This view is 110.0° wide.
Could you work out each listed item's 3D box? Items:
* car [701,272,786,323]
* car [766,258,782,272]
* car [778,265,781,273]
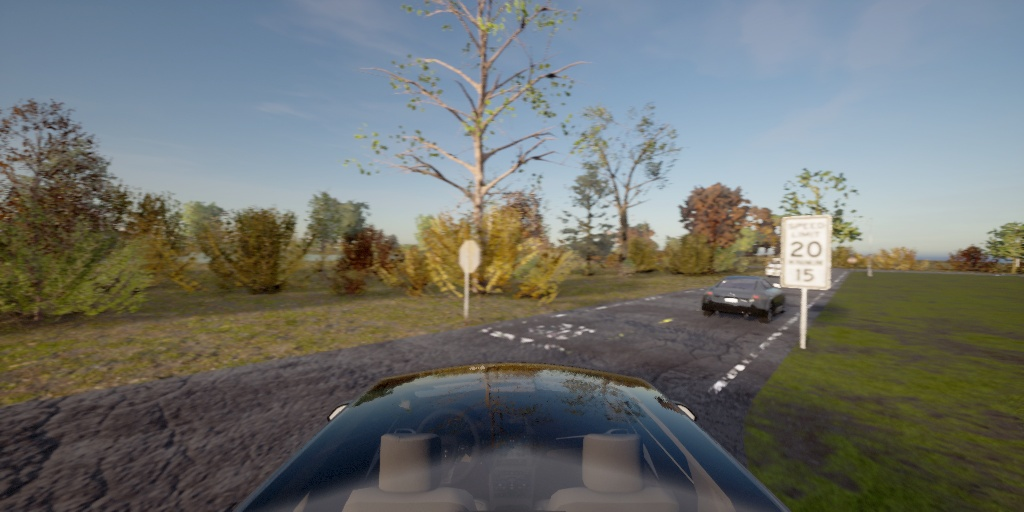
[{"bbox_3d":[8.432,1.408,12.942,1.994,1.385,4.181,2,1,44],"label":"car"},{"bbox_3d":[28.167,1.253,37.242,2.150,2.045,5.566,2,1,44],"label":"car"},{"bbox_3d":[20.727,1.512,25.625,1.812,1.442,4.674,2,1,44],"label":"car"}]
